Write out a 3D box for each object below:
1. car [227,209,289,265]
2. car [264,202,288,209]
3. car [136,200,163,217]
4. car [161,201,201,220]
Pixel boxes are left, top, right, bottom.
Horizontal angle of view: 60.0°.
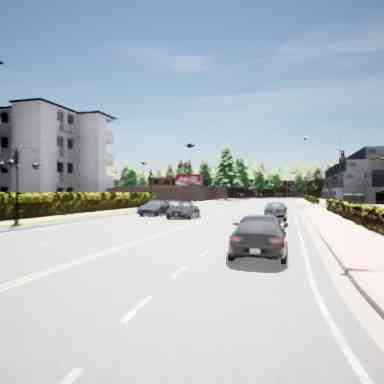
[{"bbox_3d":[2.384,1.524,11.714,1.812,1.442,4.674,0,0,15],"label":"car"},{"bbox_3d":[6.937,1.553,27.699,2.033,1.411,5.357,0,0,16],"label":"car"},{"bbox_3d":[-3.266,1.475,30.899,2.033,1.411,5.357,0,0,16],"label":"car"},{"bbox_3d":[-0.650,1.516,27.378,1.994,1.385,4.181,0,0,16],"label":"car"}]
